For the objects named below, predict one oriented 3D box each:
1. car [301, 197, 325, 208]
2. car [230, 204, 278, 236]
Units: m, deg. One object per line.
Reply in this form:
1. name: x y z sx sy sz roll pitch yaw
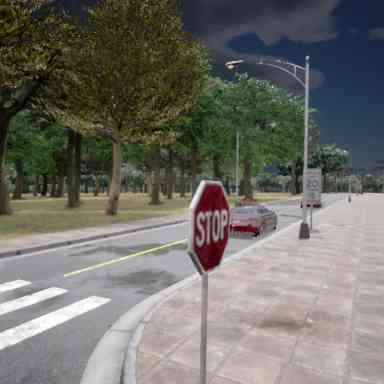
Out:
1. car: 13.020 0.969 35.705 1.994 1.385 4.181 1 1 28
2. car: 2.955 1.277 16.701 1.994 1.385 4.181 1 1 28
